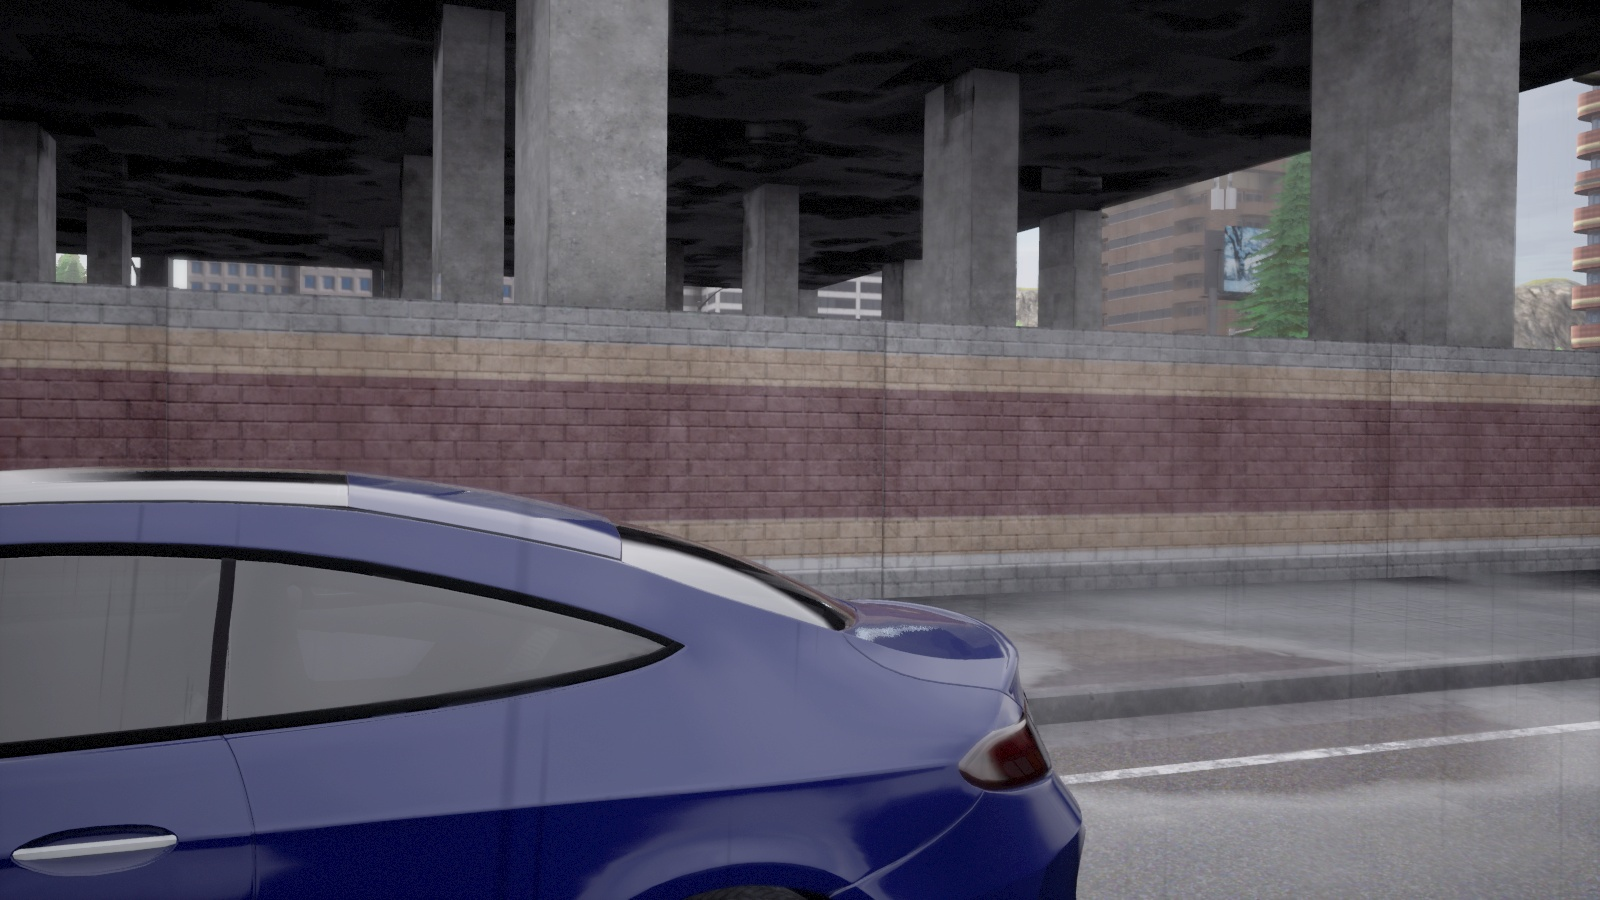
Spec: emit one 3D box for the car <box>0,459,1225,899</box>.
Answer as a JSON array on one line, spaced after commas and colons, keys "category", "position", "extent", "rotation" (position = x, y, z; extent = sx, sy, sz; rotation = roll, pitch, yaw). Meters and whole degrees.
[{"category": "car", "position": [-1.621, 0.799, 2.622], "extent": [4.674, 1.442, 1.812], "rotation": [-1, 1, -21]}]
